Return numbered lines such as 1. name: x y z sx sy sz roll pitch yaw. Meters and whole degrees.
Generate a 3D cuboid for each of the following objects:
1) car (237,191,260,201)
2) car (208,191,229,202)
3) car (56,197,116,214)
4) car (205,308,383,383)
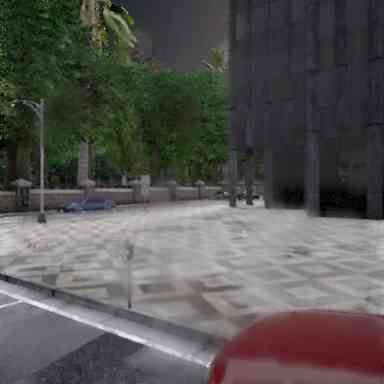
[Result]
1. car: 8.208 0.529 48.751 1.812 1.442 4.674 0 1 38
2. car: 4.173 0.595 48.502 1.812 1.442 4.674 0 1 36
3. car: -9.313 1.135 29.828 2.033 1.411 5.357 0 1 36
4. car: 2.297 1.312 1.328 5.009 1.841 2.192 0 0 35
